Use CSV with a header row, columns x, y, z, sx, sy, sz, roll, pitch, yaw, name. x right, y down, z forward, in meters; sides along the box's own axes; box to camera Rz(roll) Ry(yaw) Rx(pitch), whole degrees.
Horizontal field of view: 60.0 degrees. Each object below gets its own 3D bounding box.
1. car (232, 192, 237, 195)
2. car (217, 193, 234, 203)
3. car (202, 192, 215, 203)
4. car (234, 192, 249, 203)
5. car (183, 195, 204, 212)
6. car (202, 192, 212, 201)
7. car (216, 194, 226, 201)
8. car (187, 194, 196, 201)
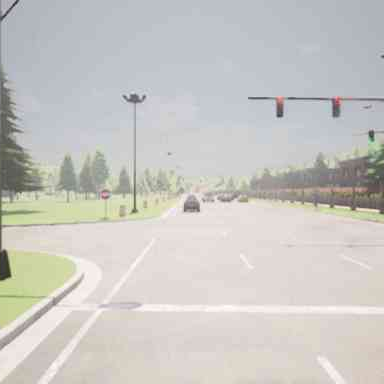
x,y,z,sx,sy,sz,roll,pitch,yaw,name
10.435,0.952,78.897,2.150,2.045,5.566,0,0,0,car
6.943,1.471,68.862,1.994,1.385,4.181,0,0,0,car
3.444,1.130,68.472,2.150,2.045,5.566,0,0,0,car
10.444,1.386,68.448,1.882,1.535,5.008,0,0,0,car
-0.031,1.441,37.826,2.128,1.511,4.902,0,0,0,car
3.435,0.952,78.892,2.150,2.045,5.566,0,0,0,car
6.935,1.204,78.865,1.882,1.535,5.008,0,0,0,car
-0.065,1.267,78.859,2.033,1.411,5.357,0,0,0,car
